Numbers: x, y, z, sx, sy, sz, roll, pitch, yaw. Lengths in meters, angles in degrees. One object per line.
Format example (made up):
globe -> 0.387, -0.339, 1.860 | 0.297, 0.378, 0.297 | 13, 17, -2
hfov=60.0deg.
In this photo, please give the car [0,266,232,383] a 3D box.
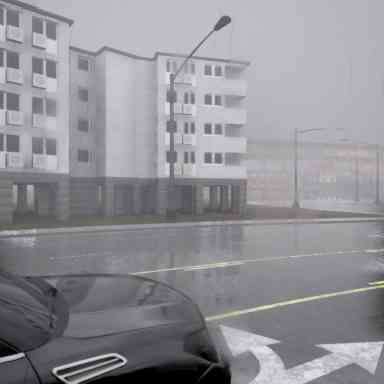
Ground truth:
car -> -2.316, 1.222, 1.978 | 5.566, 2.045, 2.150 | 0, 0, -36
